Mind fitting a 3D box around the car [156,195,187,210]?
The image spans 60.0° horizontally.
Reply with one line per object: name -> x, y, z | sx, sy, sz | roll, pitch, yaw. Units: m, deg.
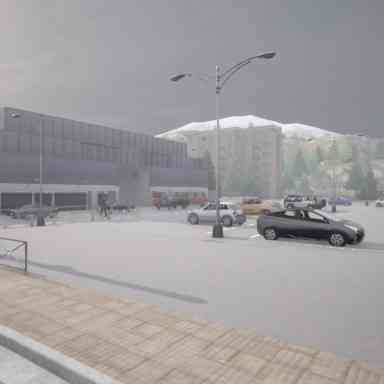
car -> -2.730, 1.398, 47.056 | 2.150, 2.045, 5.566 | 0, 0, 36

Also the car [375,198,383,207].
car -> 28.972, 1.576, 48.688 | 3.806, 1.475, 1.970 | 0, 0, 35

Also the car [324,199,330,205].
car -> 13.769, 1.289, 40.354 | 4.605, 1.855, 1.932 | 0, 0, 35

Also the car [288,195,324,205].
car -> 12.420, 1.269, 37.747 | 3.866, 1.878, 1.905 | 0, 0, 35

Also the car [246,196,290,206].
car -> 5.005, 1.345, 27.321 | 5.027, 1.636, 2.152 | 0, 0, 35

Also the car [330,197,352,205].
car -> 24.652, 1.565, 55.418 | 3.633, 1.501, 1.845 | 0, 0, 35

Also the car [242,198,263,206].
car -> 10.870, 1.777, 59.828 | 1.895, 1.301, 4.718 | 0, 0, 35

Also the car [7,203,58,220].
car -> -14.527, 1.740, 30.514 | 1.994, 1.385, 4.181 | 0, 0, 35

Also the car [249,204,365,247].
car -> 5.170, 1.490, 14.834 | 4.514, 1.523, 2.007 | 0, 0, 35

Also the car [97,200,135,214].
car -> -8.765, 1.668, 38.608 | 2.128, 1.511, 4.902 | 0, 0, 35

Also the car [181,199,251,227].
car -> 1.549, 1.424, 21.904 | 3.806, 1.475, 1.970 | 0, 0, 35

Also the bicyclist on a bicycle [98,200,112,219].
bicyclist on a bicycle -> -7.282, 1.477, 27.788 | 1.656, 1.620, 0.582 | 0, 0, 35
